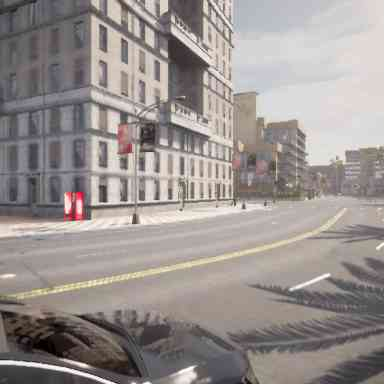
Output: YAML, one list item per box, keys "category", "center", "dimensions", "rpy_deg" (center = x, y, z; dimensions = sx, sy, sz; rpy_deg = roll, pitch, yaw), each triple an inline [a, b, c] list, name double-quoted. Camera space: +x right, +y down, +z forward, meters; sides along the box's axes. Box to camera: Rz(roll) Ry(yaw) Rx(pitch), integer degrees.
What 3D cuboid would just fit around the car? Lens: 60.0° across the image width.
- category: "car"
  center: [-1.643, 1.501, 2.107]
  dimensions: [4.892, 1.490, 1.837]
  rpy_deg: [0, 0, -36]
